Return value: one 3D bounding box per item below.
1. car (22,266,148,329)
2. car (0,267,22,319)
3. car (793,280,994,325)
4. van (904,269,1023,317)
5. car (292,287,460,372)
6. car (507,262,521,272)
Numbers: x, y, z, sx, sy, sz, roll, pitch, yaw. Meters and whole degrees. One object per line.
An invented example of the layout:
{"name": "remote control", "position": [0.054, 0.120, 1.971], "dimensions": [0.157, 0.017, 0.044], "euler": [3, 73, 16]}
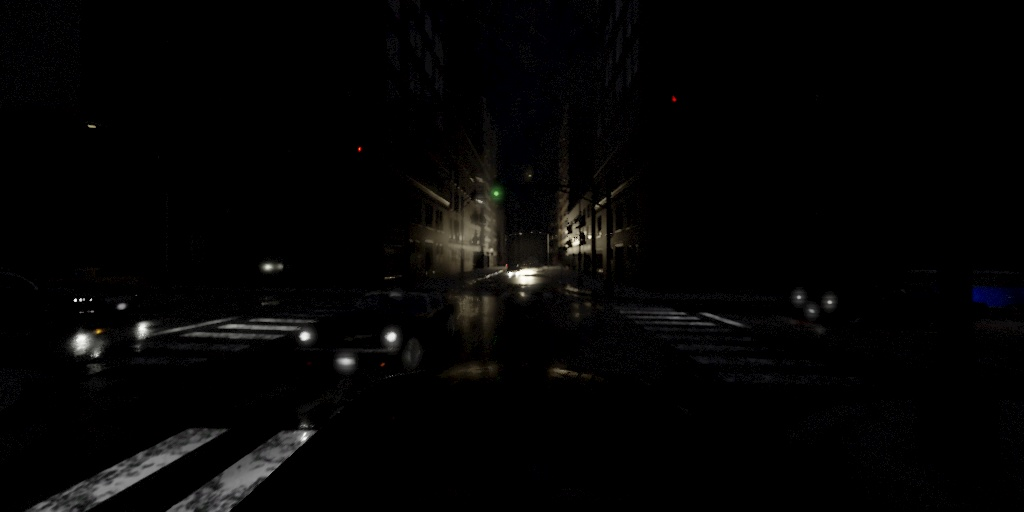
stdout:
{"name": "car", "position": [-13.664, 1.158, 10.450], "dimensions": [4.902, 1.511, 2.128], "euler": [1, 0, 3]}
{"name": "car", "position": [-14.525, 0.963, 7.738], "dimensions": [5.009, 1.841, 2.192], "euler": [0, 0, 3]}
{"name": "car", "position": [12.638, 1.633, 12.301], "dimensions": [4.718, 1.301, 1.895], "euler": [1, 0, 5]}
{"name": "van", "position": [18.276, 1.458, 14.579], "dimensions": [3.998, 1.789, 1.690], "euler": [0, 0, 3]}
{"name": "car", "position": [-2.530, 1.410, 7.949], "dimensions": [1.895, 1.301, 4.718], "euler": [0, -1, 3]}
{"name": "car", "position": [0.311, 1.750, 55.754], "dimensions": [2.128, 1.511, 4.902], "euler": [0, 0, 3]}
